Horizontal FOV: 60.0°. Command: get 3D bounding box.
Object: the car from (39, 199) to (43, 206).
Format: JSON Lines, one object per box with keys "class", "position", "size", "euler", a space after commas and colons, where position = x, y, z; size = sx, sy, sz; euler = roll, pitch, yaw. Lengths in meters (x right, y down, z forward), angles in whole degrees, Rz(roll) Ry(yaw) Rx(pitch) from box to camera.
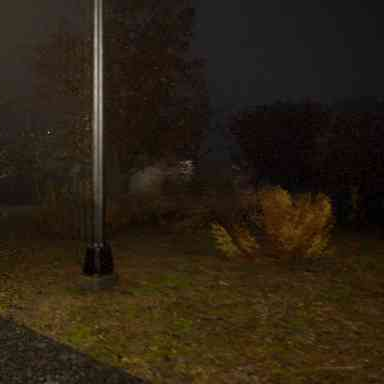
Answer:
{"class": "car", "position": [-24.245, 1.507, 58.025], "size": [2.097, 1.767, 4.553], "euler": [0, -1, 36]}
